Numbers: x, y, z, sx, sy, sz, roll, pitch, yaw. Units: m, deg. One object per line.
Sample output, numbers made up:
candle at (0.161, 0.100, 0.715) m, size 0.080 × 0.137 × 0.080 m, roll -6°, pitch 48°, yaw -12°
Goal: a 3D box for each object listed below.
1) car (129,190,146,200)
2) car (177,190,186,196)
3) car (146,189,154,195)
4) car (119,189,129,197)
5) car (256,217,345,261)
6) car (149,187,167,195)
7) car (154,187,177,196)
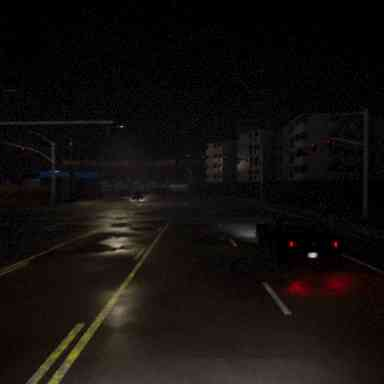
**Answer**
car at (-10.246, 0.488, 62.552) m, size 2.097 × 1.767 × 4.553 m, roll 0°, pitch 1°, yaw -8°
car at (-3.511, 0.244, 84.662) m, size 2.033 × 1.411 × 5.357 m, roll -1°, pitch 1°, yaw -32°
car at (-12.449, 0.071, 90.741) m, size 1.895 × 1.301 × 4.718 m, roll -1°, pitch 2°, yaw -45°
car at (-15.327, 0.188, 77.143) m, size 2.097 × 1.767 × 4.553 m, roll -1°, pitch 1°, yaw -29°
car at (3.585, 1.560, 12.040) m, size 1.895 × 1.301 × 4.718 m, roll 0°, pitch 0°, yaw 1°
car at (-9.533, -0.379, 92.738) m, size 2.150 × 2.045 × 5.566 m, roll -1°, pitch 2°, yaw -45°
car at (-6.767, -0.043, 83.283) m, size 2.150 × 2.045 × 5.566 m, roll -1°, pitch 1°, yaw -32°
